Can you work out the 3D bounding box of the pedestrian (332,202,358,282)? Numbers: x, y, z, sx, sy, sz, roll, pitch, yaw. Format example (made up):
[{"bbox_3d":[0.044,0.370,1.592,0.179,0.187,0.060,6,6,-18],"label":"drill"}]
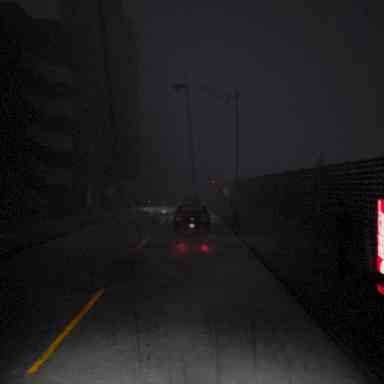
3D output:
[{"bbox_3d":[3.425,1.080,7.539,0.375,1.860,0.375,0,1,0],"label":"pedestrian"}]

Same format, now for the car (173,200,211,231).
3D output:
[{"bbox_3d":[0.012,1.333,18.632,1.895,1.301,4.718,0,1,0],"label":"car"}]

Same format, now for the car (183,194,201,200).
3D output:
[{"bbox_3d":[0.015,0.950,37.674,2.128,1.511,4.902,0,1,1],"label":"car"}]

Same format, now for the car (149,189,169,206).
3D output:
[{"bbox_3d":[-4.021,0.666,41.448,2.150,2.045,5.566,0,1,0],"label":"car"}]

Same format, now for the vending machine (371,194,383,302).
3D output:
[{"bbox_3d":[4.297,1.100,6.488,1.100,2.100,0.880,0,1,0],"label":"vending machine"}]
